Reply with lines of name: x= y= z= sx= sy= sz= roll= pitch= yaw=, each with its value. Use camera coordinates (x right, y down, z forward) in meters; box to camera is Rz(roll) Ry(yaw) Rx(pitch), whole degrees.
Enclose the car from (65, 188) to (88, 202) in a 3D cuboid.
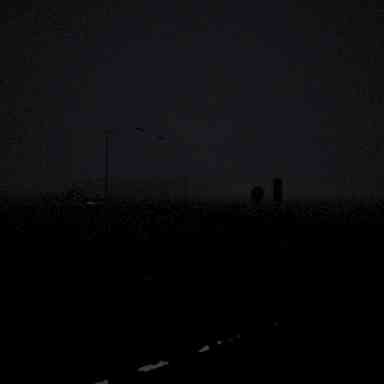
car: x=-17.719 y=0.387 z=50.839 sx=2.150 sy=2.045 sz=5.566 roll=1 pitch=1 yaw=-34
